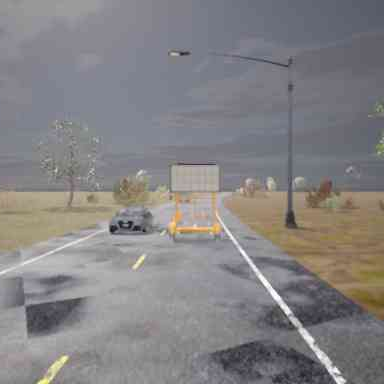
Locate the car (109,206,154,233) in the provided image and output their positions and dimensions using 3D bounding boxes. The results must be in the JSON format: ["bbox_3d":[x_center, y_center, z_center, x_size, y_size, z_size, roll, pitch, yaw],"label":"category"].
[{"bbox_3d":[-3.340,1.496,18.962,1.994,1.385,4.181,0,0,1],"label":"car"}]

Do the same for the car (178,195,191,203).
[{"bbox_3d":[-1.322,1.273,60.271,2.128,1.511,4.902,0,0,5],"label":"car"}]

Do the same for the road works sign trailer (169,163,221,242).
[{"bbox_3d":[0.157,0.409,15.956,2.380,3.560,2.880,0,0,1],"label":"road works sign trailer"}]
